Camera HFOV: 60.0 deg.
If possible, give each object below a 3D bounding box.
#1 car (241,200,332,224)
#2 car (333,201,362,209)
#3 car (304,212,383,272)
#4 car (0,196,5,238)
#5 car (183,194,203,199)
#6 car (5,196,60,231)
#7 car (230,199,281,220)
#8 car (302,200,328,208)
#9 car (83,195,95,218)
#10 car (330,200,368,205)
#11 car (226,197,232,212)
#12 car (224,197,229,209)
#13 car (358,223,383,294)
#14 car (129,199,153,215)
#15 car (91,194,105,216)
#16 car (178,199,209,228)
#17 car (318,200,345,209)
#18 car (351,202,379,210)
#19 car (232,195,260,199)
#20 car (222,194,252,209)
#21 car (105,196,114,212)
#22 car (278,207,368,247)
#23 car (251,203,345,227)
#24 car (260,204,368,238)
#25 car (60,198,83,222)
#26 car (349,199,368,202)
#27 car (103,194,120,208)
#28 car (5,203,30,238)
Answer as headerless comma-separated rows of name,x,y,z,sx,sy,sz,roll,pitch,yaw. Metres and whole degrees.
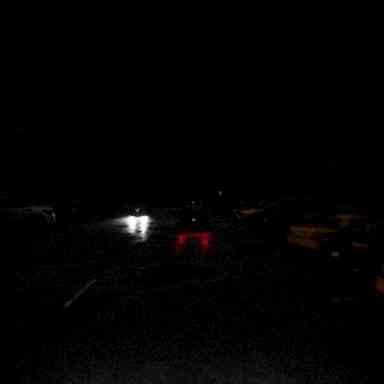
car,6.007,1.490,21.268,4.892,1.521,2.231,1,0,-20
car,31.428,2.621,67.402,1.946,1.575,5.366,2,-1,-21
car,6.002,1.488,9.423,5.008,1.535,2.097,1,0,-20
car,-10.976,1.238,13.314,5.566,2.045,2.435,-1,0,-20
car,0.104,1.226,38.273,2.150,2.045,5.566,0,0,0
car,-10.920,1.238,19.382,5.566,2.045,2.435,-1,0,-20
car,5.836,1.484,24.151,5.366,1.575,1.946,1,0,-20
car,24.715,2.418,67.151,2.231,1.521,4.892,2,-1,-21
car,-10.973,1.365,28.428,4.553,1.767,2.185,-1,0,-20
car,22.476,2.301,48.813,1.946,1.575,5.366,2,1,-21
car,6.013,1.491,30.139,4.892,1.521,2.231,1,0,-20
car,6.008,1.530,33.097,4.674,1.452,2.002,1,0,-20
car,6.171,1.487,6.539,5.366,1.575,1.946,1,0,-20
car,-5.057,1.497,33.382,2.128,1.511,4.902,0,0,0
car,-10.911,1.365,31.466,4.553,1.767,2.185,-1,0,-20
car,0.108,1.480,22.188,1.882,1.535,5.008,0,0,0
car,28.108,2.522,67.181,2.231,1.521,4.892,2,-1,-21
car,34.903,2.756,67.249,2.163,1.488,4.792,2,-1,-21
car,6.039,1.365,27.188,4.553,1.767,2.185,1,0,-20
car,6.036,1.240,36.073,5.566,2.045,2.435,1,0,-20
car,-10.945,1.492,34.480,4.892,1.521,2.231,-1,0,-20
car,6.173,1.488,12.457,5.366,1.575,1.946,1,0,-20
car,6.028,1.519,18.319,4.792,1.488,2.163,1,0,-20
car,6.000,1.488,15.353,5.008,1.535,2.097,1,0,-20
car,-10.967,1.365,25.400,4.553,1.767,2.185,-1,0,-20
car,25.454,2.155,48.989,2.435,2.045,5.566,2,1,-21
car,-10.963,1.240,37.484,5.566,2.045,2.435,-1,0,-20
car,-10.913,1.518,16.358,4.792,1.488,2.163,-1,0,-20
